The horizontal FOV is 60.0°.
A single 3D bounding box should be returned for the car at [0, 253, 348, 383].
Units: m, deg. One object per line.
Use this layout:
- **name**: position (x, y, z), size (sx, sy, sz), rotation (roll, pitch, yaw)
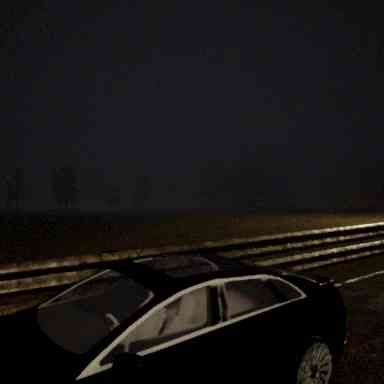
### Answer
- **car**: position (-0.356, 1.492, 3.430), size (4.902, 1.511, 2.128), rotation (0, 0, -35)
